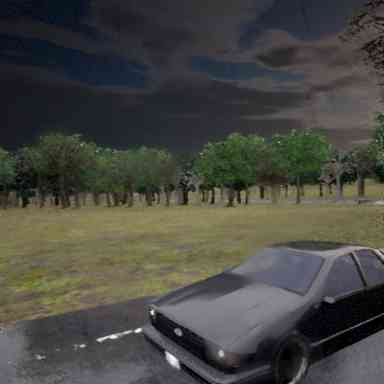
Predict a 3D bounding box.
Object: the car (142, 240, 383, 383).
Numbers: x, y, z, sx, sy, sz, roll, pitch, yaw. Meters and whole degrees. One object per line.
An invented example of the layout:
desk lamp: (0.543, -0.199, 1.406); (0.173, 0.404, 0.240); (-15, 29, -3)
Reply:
car: (1.941, 1.543, 5.376); (5.357, 1.411, 2.033); (0, 0, -35)
